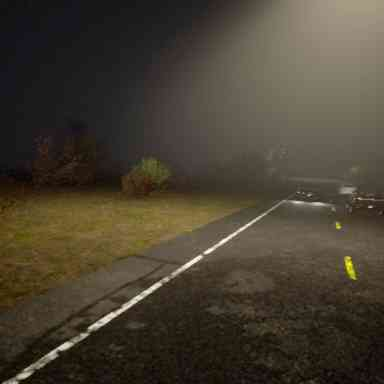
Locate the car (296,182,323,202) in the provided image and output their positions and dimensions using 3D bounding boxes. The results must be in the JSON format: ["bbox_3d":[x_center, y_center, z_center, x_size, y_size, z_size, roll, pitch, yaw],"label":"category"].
[{"bbox_3d":[10.248,-0.076,28.974,1.837,1.490,4.892,4,4,21],"label":"car"}]

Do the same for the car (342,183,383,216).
[{"bbox_3d":[10.903,0.508,20.860,2.128,1.511,4.902,4,4,22],"label":"car"}]

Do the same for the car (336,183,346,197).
[{"bbox_3d":[16.584,-0.232,35.467,1.812,1.442,4.674,4,4,21],"label":"car"}]
